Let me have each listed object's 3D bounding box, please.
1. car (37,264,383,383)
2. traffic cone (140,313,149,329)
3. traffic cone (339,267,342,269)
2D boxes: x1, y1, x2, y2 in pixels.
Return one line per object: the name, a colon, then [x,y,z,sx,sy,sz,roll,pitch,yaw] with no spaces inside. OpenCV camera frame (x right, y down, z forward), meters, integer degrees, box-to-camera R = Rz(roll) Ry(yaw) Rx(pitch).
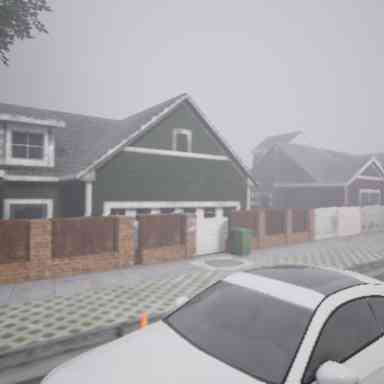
car: [0.862,1.540,3.224,4.674,1.442,1.812,0,0,-36]
traffic cone: [-0.654,1.969,4.602,0.340,0.580,0.340,0,0,-36]
traffic cone: [3.366,1.993,7.534,0.340,0.580,0.340,0,0,-36]
